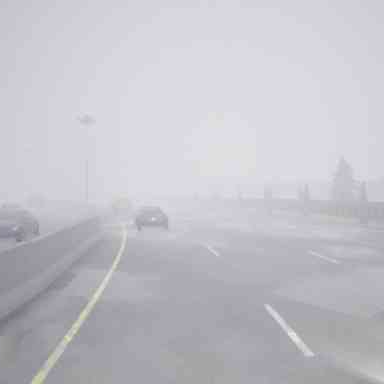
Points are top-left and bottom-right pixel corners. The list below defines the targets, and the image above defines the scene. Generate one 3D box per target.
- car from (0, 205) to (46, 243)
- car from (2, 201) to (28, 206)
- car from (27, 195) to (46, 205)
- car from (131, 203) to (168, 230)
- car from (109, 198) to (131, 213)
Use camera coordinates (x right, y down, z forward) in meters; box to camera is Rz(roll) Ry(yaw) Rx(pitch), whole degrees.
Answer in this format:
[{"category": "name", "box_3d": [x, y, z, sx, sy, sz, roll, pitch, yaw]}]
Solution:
[{"category": "car", "box_3d": [-8.956, 1.606, 16.614, 1.812, 1.442, 4.674, 0, 0, -11]}, {"category": "car", "box_3d": [-16.509, 1.729, 30.263, 1.994, 1.385, 4.181, 0, 0, -21]}, {"category": "car", "box_3d": [-25.147, 1.496, 53.545, 2.150, 2.045, 5.566, -1, 0, -36]}, {"category": "car", "box_3d": [-2.760, 1.611, 21.869, 1.994, 1.385, 4.181, 0, 0, -13]}, {"category": "car", "box_3d": [-8.252, 1.458, 38.236, 2.097, 1.767, 4.553, -1, 0, -23]}]
